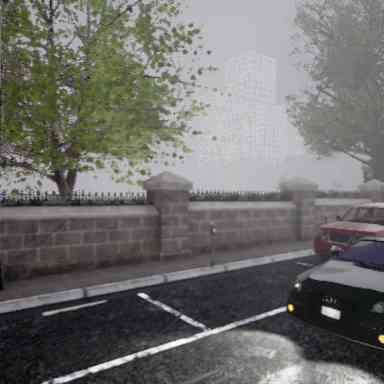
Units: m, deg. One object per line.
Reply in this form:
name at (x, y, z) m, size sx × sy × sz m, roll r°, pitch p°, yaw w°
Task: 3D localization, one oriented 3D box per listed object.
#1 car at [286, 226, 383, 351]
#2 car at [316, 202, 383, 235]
car at (3.618, 1.554, 5.976) m, size 4.181 × 1.385 × 1.994 m, roll 0°, pitch 0°, yaw -36°
car at (6.190, 1.298, 10.993) m, size 5.009 × 1.841 × 2.192 m, roll 0°, pitch 1°, yaw -36°
